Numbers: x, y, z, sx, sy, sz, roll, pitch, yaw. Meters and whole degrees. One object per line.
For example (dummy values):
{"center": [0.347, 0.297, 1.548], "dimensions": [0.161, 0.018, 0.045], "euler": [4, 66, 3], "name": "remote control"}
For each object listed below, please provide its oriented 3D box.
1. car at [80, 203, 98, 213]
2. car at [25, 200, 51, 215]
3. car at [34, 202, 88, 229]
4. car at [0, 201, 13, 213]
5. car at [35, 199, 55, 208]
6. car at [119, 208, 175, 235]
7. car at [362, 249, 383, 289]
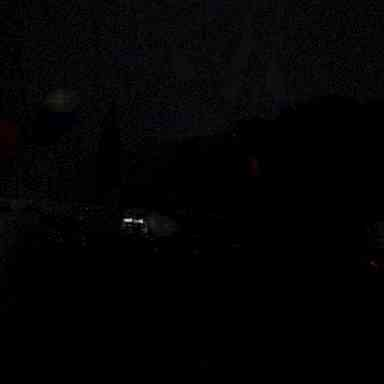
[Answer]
{"center": [-15.037, 2.209, 46.607], "dimensions": [2.033, 1.411, 5.357], "euler": [2, -2, -38], "name": "car"}
{"center": [-19.122, 1.929, 41.132], "dimensions": [1.882, 1.535, 5.008], "euler": [2, -2, -39], "name": "car"}
{"center": [-9.722, 1.768, 24.495], "dimensions": [1.882, 1.535, 5.008], "euler": [2, -2, -39], "name": "car"}
{"center": [-24.289, 1.839, 42.364], "dimensions": [1.882, 1.535, 5.008], "euler": [2, -2, -39], "name": "car"}
{"center": [-27.118, 2.153, 61.329], "dimensions": [2.128, 1.511, 4.902], "euler": [2, -1, -39], "name": "car"}
{"center": [-2.990, 1.846, 21.421], "dimensions": [1.837, 1.490, 4.892], "euler": [2, -2, -39], "name": "car"}
{"center": [5.879, 1.515, 5.522], "dimensions": [2.033, 1.411, 5.357], "euler": [2, -3, -39], "name": "car"}
